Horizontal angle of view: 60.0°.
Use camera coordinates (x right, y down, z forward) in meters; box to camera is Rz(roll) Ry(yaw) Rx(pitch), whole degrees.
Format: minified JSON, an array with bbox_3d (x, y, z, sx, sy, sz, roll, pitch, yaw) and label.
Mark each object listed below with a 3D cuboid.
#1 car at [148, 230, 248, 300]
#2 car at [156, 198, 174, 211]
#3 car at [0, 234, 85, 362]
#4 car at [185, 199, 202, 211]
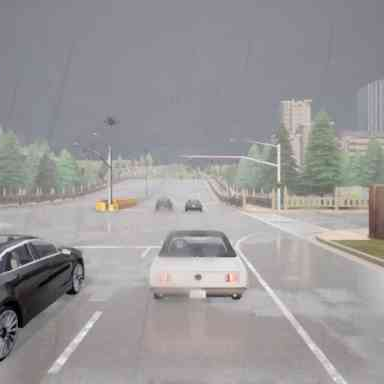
[{"bbox_3d":[0.117,1.600,8.358,1.895,1.301,4.718,0,0,0],"label":"car"},{"bbox_3d":[-3.312,1.500,40.380,1.837,1.490,4.892,0,0,0],"label":"car"},{"bbox_3d":[-3.387,1.491,5.823,2.128,1.511,4.902,0,0,0],"label":"car"},{"bbox_3d":[0.188,1.560,39.907,1.994,1.385,4.181,0,0,0],"label":"car"}]
